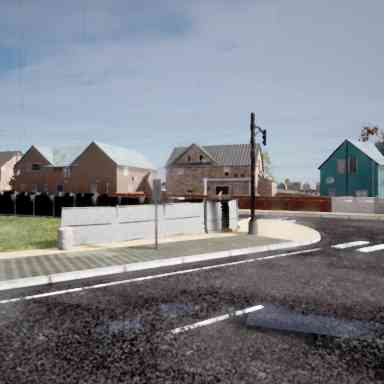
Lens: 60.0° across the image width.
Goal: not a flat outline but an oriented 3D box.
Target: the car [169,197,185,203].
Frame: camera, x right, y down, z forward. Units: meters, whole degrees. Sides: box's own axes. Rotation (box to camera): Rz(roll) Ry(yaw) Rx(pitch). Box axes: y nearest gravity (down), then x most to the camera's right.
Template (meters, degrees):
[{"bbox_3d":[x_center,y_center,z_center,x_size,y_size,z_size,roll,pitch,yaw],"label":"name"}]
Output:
[{"bbox_3d":[-0.969,1.127,25.368,4.674,1.442,1.812,1,0,21],"label":"car"}]
